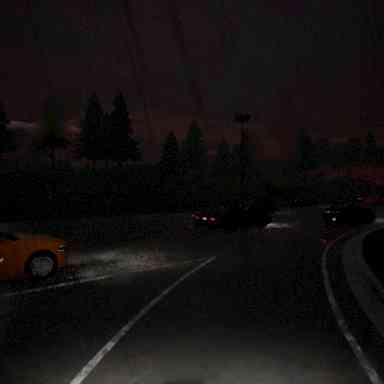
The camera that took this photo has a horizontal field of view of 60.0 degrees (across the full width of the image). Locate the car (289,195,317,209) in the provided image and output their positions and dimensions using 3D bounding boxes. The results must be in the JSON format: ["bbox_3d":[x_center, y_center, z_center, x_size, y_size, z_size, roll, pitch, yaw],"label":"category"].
[{"bbox_3d":[15.210,1.276,45.105,4.553,1.767,2.097,0,0,-41],"label":"car"}]

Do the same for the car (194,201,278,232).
[{"bbox_3d":[2.552,1.513,19.876,5.357,1.411,2.033,0,0,-42],"label":"car"}]

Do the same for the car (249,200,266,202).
[{"bbox_3d":[6.518,1.470,32.735,4.674,1.442,1.812,0,0,-42],"label":"car"}]

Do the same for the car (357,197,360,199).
[{"bbox_3d":[31.079,1.390,59.260,4.902,1.511,2.128,0,0,-41],"label":"car"}]

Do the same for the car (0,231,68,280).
[{"bbox_3d":[-5.593,1.464,7.993,5.008,1.535,1.882,0,0,-42],"label":"car"}]

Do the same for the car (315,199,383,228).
[{"bbox_3d":[10.461,1.453,22.008,4.902,1.511,2.128,0,0,-44],"label":"car"}]

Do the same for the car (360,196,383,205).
[{"bbox_3d":[29.056,1.386,52.678,5.008,1.535,1.882,0,0,-42],"label":"car"}]
